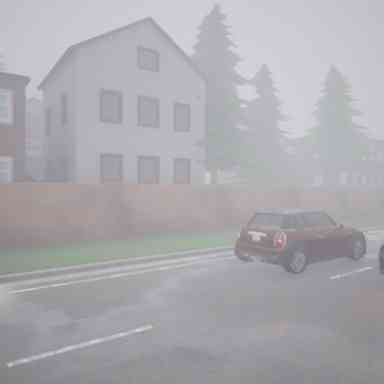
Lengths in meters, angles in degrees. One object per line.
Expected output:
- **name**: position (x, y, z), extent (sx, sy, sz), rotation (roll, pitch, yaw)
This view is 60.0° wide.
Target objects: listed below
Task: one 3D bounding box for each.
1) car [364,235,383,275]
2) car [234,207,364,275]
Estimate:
- **car**: position (6.688, 1.473, 8.560), extent (4.892, 1.490, 1.837), rotation (-1, 1, -35)
- **car**: position (3.574, 1.322, 10.654), extent (4.553, 1.767, 2.097), rotation (0, 0, -35)
